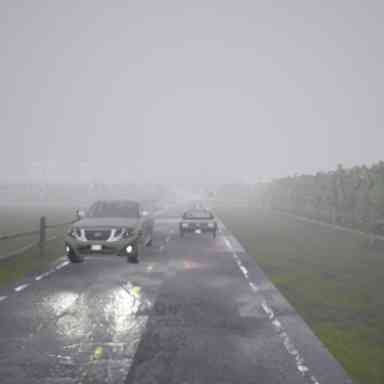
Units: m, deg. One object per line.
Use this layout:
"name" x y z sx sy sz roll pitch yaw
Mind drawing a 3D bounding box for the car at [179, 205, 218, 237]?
"car" 0.329 1.605 18.098 1.895 1.301 4.718 0 0 1

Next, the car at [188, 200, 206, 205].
"car" 0.578 1.551 35.549 2.033 1.411 5.357 0 0 0

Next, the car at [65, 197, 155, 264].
"car" -2.697 1.229 12.274 2.150 2.045 5.566 0 0 1
